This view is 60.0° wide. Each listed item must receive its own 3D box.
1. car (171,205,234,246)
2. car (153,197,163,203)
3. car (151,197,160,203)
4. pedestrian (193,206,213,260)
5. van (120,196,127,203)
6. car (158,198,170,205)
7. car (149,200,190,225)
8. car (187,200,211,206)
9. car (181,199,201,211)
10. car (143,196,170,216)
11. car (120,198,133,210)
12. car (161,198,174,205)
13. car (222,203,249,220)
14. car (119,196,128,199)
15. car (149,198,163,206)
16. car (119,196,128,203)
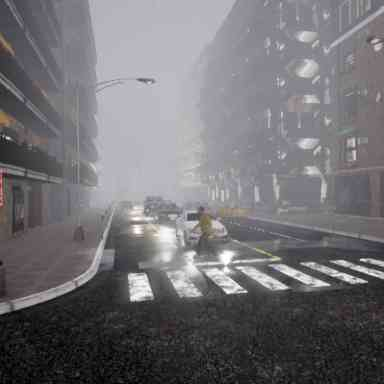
[{"bbox_3d":[0.303,1.601,15.979,1.812,1.442,4.674,-1,0,-11],"label":"car"},{"bbox_3d":[-8.668,1.966,84.013,1.967,1.590,4.097,-1,0,-12],"label":"car"},{"bbox_3d":[-9.877,2.156,89.544,1.802,1.307,4.206,-1,0,-12],"label":"car"},{"bbox_3d":[0.370,1.352,11.166,0.375,1.860,0.375,-1,0,-12],"label":"pedestrian"},{"bbox_3d":[-18.070,2.017,87.774,1.690,1.788,3.998,-1,0,-12],"label":"van"},{"bbox_3d":[-6.244,1.985,72.952,2.008,1.369,4.403,-1,0,-12],"label":"car"},{"bbox_3d":[-1.869,1.632,25.899,2.128,1.511,4.902,-1,0,-12],"label":"car"},{"bbox_3d":[1.021,1.710,39.765,1.887,1.381,4.507,-1,0,-12],"label":"car"},{"bbox_3d":[-0.189,1.754,45.295,1.887,1.381,4.507,-1,0,-12],"label":"car"},{"bbox_3d":[-4.113,1.438,36.180,2.150,2.045,5.566,-1,0,-12],"label":"car"},{"bbox_3d":[-9.590,1.938,49.053,1.802,1.307,4.206,-1,0,-12],"label":"car"},{"bbox_3d":[-5.033,1.940,67.421,2.008,1.369,4.403,-1,0,-12],"label":"car"},{"bbox_3d":[3.407,1.608,28.871,1.752,1.417,4.829,-1,0,-12],"label":"car"},{"bbox_3d":[-14.438,1.851,71.181,2.192,1.841,5.009,-1,0,-12],"label":"car"},{"bbox_3d":[-7.030,1.892,64.428,2.128,1.511,4.902,-1,0,-12],"label":"car"},{"bbox_3d":[-19.282,2.045,93.302,2.192,1.841,5.009,-1,0,-12],"label":"car"}]
